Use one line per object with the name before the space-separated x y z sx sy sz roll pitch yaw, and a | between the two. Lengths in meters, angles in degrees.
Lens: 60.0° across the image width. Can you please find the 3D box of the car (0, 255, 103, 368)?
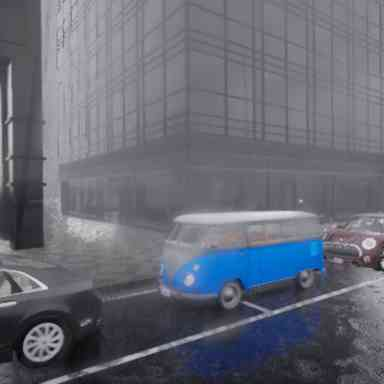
car | -3.359 1.552 4.147 4.403 1.369 2.008 0 -1 -35

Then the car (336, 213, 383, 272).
car | 5.803 1.429 10.676 4.097 1.590 1.967 0 -1 -35

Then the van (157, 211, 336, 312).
van | 1.220 1.336 7.412 3.998 1.788 1.690 0 -1 -35
